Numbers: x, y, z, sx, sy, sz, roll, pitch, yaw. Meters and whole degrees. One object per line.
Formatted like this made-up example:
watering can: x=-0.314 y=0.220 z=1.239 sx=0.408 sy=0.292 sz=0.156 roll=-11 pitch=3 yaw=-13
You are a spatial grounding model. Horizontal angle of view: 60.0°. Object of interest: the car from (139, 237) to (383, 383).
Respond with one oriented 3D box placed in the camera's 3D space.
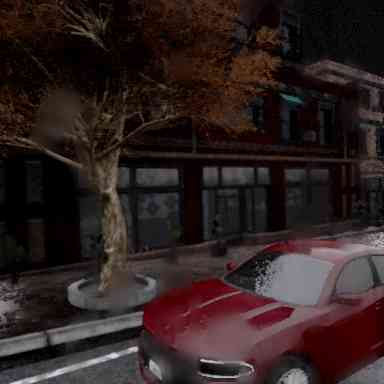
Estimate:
car: x=1.686 y=1.472 z=4.716 sx=5.008 sy=1.535 sz=1.882 roll=0 pitch=0 yaw=-35
